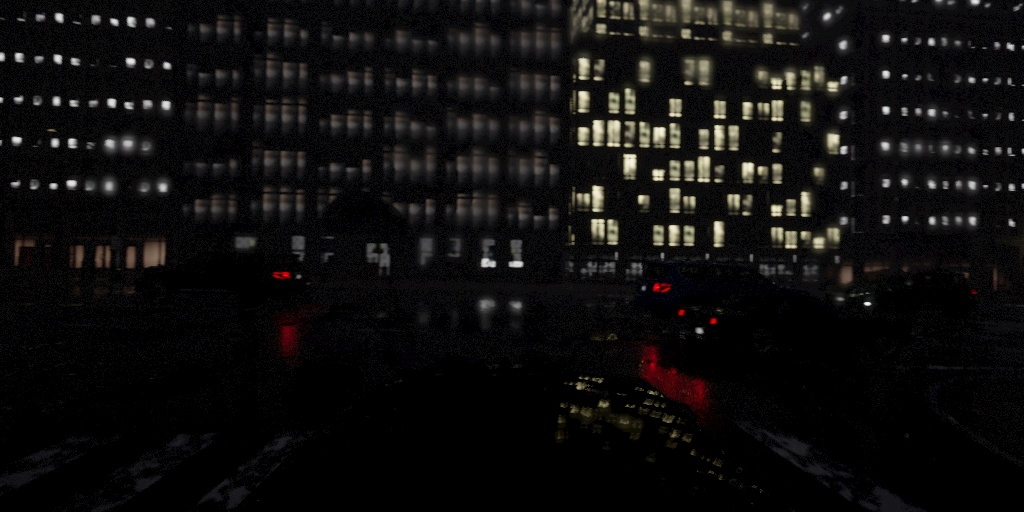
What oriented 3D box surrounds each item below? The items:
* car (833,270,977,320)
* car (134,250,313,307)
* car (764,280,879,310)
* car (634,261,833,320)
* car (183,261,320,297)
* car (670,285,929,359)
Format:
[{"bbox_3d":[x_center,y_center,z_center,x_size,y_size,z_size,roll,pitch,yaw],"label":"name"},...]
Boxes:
[{"bbox_3d":[17.361,1.652,16.121,5.566,2.045,2.150,2,-1,-4],"label":"car"},{"bbox_3d":[-11.164,0.790,14.117,5.566,2.045,2.150,3,-1,-4],"label":"car"},{"bbox_3d":[16.549,2.063,19.317,4.718,1.301,1.895,2,-1,-4],"label":"car"},{"bbox_3d":[6.966,1.255,11.943,5.566,2.045,2.150,2,-1,-4],"label":"car"},{"bbox_3d":[-12.337,1.061,17.303,4.902,1.511,2.128,2,-1,-4],"label":"car"},{"bbox_3d":[6.645,1.567,8.636,4.718,1.301,1.895,2,-1,-4],"label":"car"}]
